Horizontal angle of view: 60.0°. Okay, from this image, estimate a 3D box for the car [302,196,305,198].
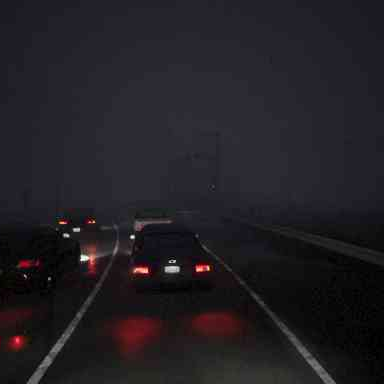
[{"bbox_3d":[26.534,1.530,75.770,5.357,1.411,2.033,0,0,-22],"label":"car"}]

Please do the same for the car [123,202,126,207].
[{"bbox_3d":[-6.784,1.597,44.673,4.718,1.301,1.895,0,0,-20],"label":"car"}]

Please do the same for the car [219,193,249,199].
[{"bbox_3d":[7.087,1.213,61.026,5.566,2.045,2.150,0,0,-19],"label":"car"}]

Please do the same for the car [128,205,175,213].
[{"bbox_3d":[-2.371,1.598,18.437,1.895,1.301,4.718,0,0,-12],"label":"car"}]

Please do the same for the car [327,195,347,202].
[{"bbox_3d":[35.197,1.515,80.882,4.902,1.511,2.128,0,0,-34],"label":"car"}]

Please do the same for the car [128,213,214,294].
[{"bbox_3d":[-0.693,1.546,8.936,2.033,1.411,5.357,0,0,-7],"label":"car"}]

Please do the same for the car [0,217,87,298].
[{"bbox_3d":[-4.208,1.563,8.494,1.994,1.385,4.181,0,0,-6],"label":"car"}]

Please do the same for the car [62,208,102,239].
[{"bbox_3d":[-5.685,1.523,17.104,1.812,1.442,4.674,0,0,-13],"label":"car"}]

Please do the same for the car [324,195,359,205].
[{"bbox_3d":[25.323,1.593,56.263,4.718,1.301,1.895,0,0,-20],"label":"car"}]

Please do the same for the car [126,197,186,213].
[{"bbox_3d":[-3.788,1.545,34.594,5.357,1.411,2.033,0,0,-20],"label":"car"}]

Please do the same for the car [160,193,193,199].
[{"bbox_3d":[-2.674,1.344,57.525,4.553,1.767,2.097,0,0,-20],"label":"car"}]

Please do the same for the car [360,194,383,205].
[{"bbox_3d":[28.251,1.486,49.888,4.902,1.511,2.128,0,0,-20],"label":"car"}]

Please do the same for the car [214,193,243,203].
[{"bbox_3d":[7.523,1.212,68.544,5.566,2.045,2.150,0,0,-20],"label":"car"}]

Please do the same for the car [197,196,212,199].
[{"bbox_3d":[2.268,1.543,70.362,4.181,1.385,1.994,0,0,-20],"label":"car"}]

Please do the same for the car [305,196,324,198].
[{"bbox_3d":[26.155,1.469,67.913,5.008,1.535,1.882,0,0,-22],"label":"car"}]

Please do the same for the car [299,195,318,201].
[{"bbox_3d":[28.116,1.542,80.555,4.181,1.385,1.994,0,0,-26],"label":"car"}]

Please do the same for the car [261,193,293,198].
[{"bbox_3d":[16.849,1.213,64.503,5.566,2.045,2.150,0,0,-19],"label":"car"}]

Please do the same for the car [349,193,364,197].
[{"bbox_3d":[35.695,1.216,72.841,5.566,2.045,2.150,0,0,-30],"label":"car"}]
